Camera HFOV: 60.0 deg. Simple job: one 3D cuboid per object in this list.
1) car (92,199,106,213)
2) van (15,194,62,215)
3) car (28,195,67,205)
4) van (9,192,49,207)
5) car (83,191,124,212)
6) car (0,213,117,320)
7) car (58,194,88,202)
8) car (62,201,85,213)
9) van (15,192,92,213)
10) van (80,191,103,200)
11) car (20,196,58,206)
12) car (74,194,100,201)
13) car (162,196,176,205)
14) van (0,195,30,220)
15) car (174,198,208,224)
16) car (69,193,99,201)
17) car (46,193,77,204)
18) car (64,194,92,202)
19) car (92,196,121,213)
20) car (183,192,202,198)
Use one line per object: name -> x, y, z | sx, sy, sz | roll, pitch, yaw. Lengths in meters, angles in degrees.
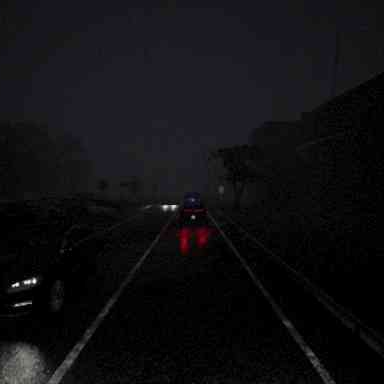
car -> -8.999, 1.438, 24.141 | 4.674, 1.452, 2.002 | 0, 0, 0
van -> -8.862, 1.232, 15.726 | 4.442, 1.987, 1.878 | 0, 0, 0
car -> -22.127, 1.207, 51.055 | 5.008, 1.535, 2.097 | 0, 0, 0
van -> -22.237, 1.020, 45.501 | 4.442, 1.987, 1.878 | 0, 0, 0
car -> -8.980, 1.107, 29.746 | 5.566, 2.045, 2.435 | 0, 0, 0
car -> -3.356, 1.471, 7.557 | 2.128, 1.511, 4.902 | 0, 0, 0
car -> -22.150, 1.132, 62.156 | 4.892, 1.521, 2.231 | 0, 0, 0
car -> -8.979, 1.438, 18.535 | 5.008, 1.535, 2.097 | 0, 0, 0
van -> -9.107, 1.193, 21.336 | 4.442, 1.987, 1.878 | 0, 0, 0
van -> -22.062, 0.834, 73.255 | 4.442, 1.987, 1.878 | 0, 0, 0
car -> -22.123, 1.267, 48.278 | 4.674, 1.452, 2.002 | 0, 0, 0
car -> -22.203, 1.107, 70.483 | 4.792, 1.488, 2.163 | 0, 0, 0
car -> -3.360, 1.274, 50.629 | 1.994, 1.385, 4.181 | 0, 0, 0
van -> -9.089, 1.247, 12.924 | 4.442, 1.987, 1.878 | 0, 0, 0
car -> 0.082, 1.398, 23.723 | 2.128, 1.511, 4.902 | 0, 0, 0
car -> -21.981, 1.092, 67.705 | 5.366, 1.575, 1.946 | 0, 0, 0
car -> -22.176, 1.043, 56.605 | 4.553, 1.767, 2.185 | 0, 0, 0
car -> -22.191, 1.142, 64.931 | 4.792, 1.488, 2.163 | 0, 0, 0
car -> -8.817, 1.375, 26.945 | 5.366, 1.575, 1.946 | 0, 0, 0
car -> 0.070, 1.018, 40.487 | 2.150, 2.045, 5.566 | 0, 1, 0
